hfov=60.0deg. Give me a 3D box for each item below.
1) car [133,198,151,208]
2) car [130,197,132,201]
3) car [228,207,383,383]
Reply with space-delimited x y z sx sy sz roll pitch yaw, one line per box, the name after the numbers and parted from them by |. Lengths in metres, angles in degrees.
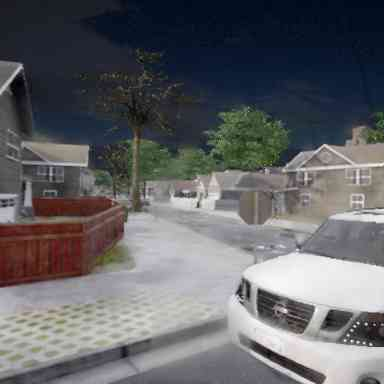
-8.297 1.896 56.514 2.033 1.411 5.357 1 -1 -15 | car
-14.863 2.071 90.586 2.033 1.411 5.357 1 -1 -15 | car
3.133 1.301 5.175 5.566 2.045 2.150 1 0 -35 | car
